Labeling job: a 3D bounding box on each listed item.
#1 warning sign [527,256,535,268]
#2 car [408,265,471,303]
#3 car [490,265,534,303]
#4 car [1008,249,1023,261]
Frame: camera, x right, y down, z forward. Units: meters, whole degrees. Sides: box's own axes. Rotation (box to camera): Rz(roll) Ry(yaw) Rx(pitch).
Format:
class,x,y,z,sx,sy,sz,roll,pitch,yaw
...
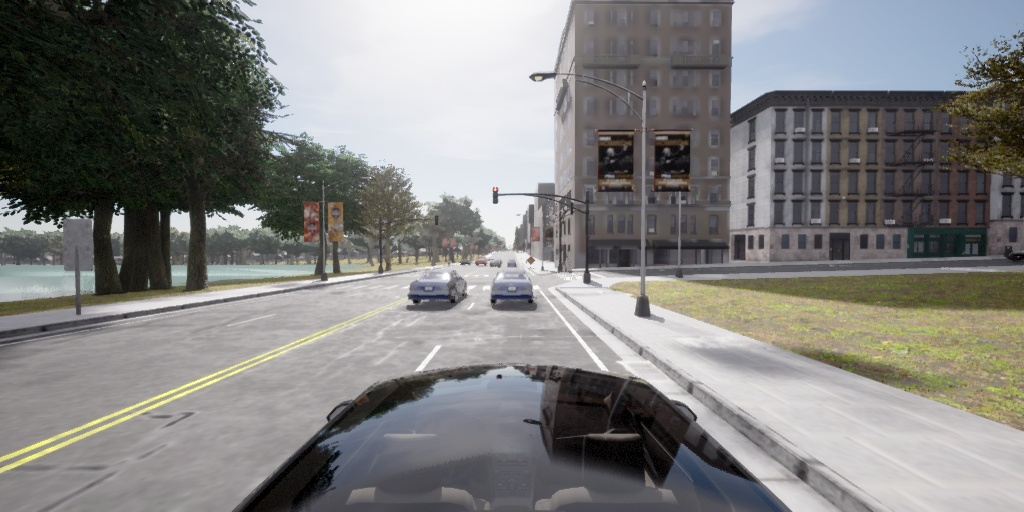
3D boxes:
class,x,y,z,sx,sy,sz,roll,pitch,yaw
warning sign,2.850,0.936,54.608,1.300,1.860,1.060,0,0,0
car,-3.250,1.315,16.504,2.033,1.411,5.357,0,0,0
car,0.000,1.315,16.504,2.033,1.411,5.357,0,0,0
car,47.370,-0.235,31.859,4.892,1.490,1.837,-2,1,0
